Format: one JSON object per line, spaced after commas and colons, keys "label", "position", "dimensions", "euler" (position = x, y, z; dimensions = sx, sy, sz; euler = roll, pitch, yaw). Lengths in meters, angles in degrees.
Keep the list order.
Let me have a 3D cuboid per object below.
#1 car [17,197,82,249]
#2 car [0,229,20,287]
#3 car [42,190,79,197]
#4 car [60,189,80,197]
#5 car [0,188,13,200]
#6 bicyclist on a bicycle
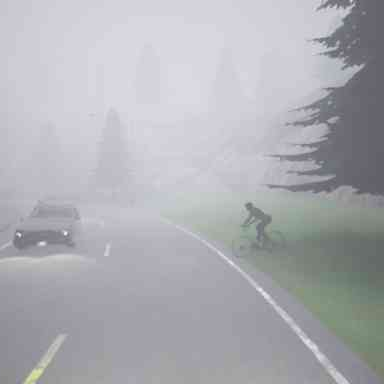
{"label": "car", "position": [-5.345, 1.153, 12.959], "dimensions": [2.033, 1.411, 5.357], "euler": [0, 2, -15]}
{"label": "car", "position": [-3.853, 1.449, 2.927], "dimensions": [2.033, 1.411, 5.357], "euler": [0, 2, -3]}
{"label": "car", "position": [-9.284, 0.823, 22.527], "dimensions": [1.837, 1.490, 4.892], "euler": [-1, 2, -30]}
{"label": "car", "position": [-13.115, 0.494, 33.573], "dimensions": [4.892, 1.490, 1.837], "euler": [2, 3, 44]}
{"label": "car", "position": [-24.113, 0.255, 40.442], "dimensions": [4.902, 1.511, 2.128], "euler": [1, 2, 20]}
{"label": "bicyclist on a bicycle", "position": [1.891, 1.087, 9.732], "dimensions": [1.656, 1.620, 0.582], "euler": [-7, 4, -9]}
